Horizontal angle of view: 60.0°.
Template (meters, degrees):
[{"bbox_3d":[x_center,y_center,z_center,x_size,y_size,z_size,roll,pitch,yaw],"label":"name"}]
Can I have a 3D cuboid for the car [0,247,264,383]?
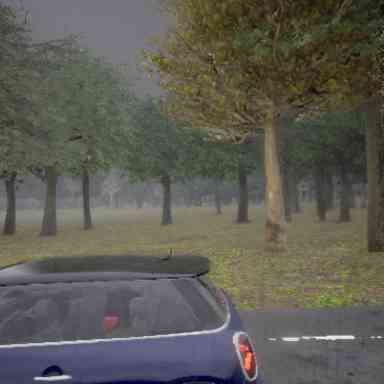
[{"bbox_3d":[-1.615,1.515,3.493,4.553,1.767,2.097,-2,-1,-2],"label":"car"}]
